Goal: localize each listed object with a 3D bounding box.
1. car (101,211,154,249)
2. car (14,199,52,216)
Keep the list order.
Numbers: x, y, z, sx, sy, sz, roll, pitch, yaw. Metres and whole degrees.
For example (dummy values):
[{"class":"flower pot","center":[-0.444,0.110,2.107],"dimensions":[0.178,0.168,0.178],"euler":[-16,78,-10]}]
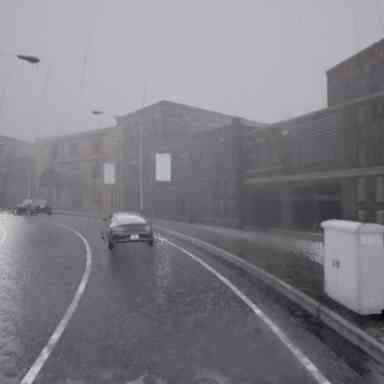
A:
[{"class":"car","center":[-2.969,1.561,14.841],"dimensions":[1.812,1.442,4.674],"euler":[0,0,-20]},{"class":"car","center":[-15.803,1.428,32.990],"dimensions":[4.553,1.767,2.097],"euler":[0,-1,42]}]
